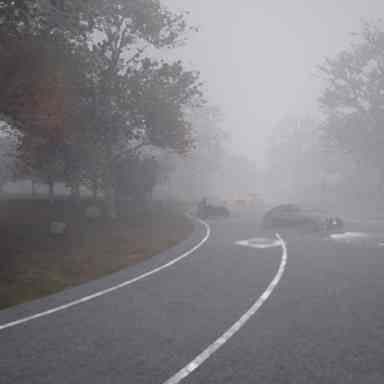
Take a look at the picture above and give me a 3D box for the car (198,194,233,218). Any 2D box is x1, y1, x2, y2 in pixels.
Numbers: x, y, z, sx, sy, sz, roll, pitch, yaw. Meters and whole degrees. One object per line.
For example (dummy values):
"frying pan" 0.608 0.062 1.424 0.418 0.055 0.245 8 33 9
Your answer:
"car" 1.644 1.175 27.140 1.882 1.535 5.008 -1 1 -6

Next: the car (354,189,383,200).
"car" 26.263 0.369 48.137 5.008 1.535 1.882 0 1 13

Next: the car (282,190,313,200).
"car" 16.001 0.497 50.696 4.902 1.511 2.128 -2 1 -17

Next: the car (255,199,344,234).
"car" 5.728 1.309 17.617 1.994 1.385 4.181 -2 1 -35

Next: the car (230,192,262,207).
"car" 6.636 0.785 39.071 2.097 1.767 4.553 0 1 32
